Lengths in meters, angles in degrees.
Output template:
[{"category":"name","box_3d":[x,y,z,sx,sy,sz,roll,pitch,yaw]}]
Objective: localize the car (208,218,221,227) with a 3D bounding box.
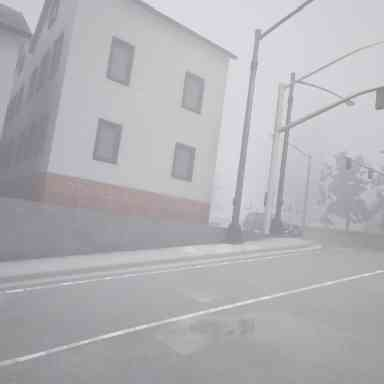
[{"category":"car","box_3d":[0.983,3.291,37.918,2.033,1.411,5.357,12,-7,-35]}]

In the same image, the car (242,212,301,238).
[{"category":"car","box_3d":[6.985,2.946,29.608,2.150,2.045,5.566,12,-7,-35]}]
